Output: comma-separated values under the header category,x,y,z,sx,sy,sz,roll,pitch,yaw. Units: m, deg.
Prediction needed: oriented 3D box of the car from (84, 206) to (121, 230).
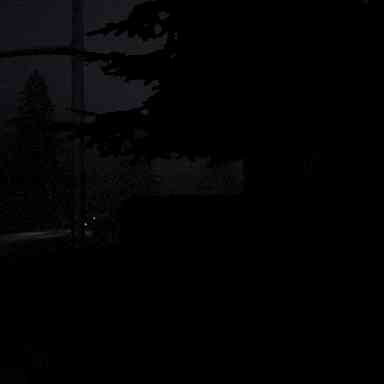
category,x,y,z,sx,sy,sz,roll,pitch,yaw
car,-4.971,1.586,21.363,1.895,1.301,4.718,0,0,36
